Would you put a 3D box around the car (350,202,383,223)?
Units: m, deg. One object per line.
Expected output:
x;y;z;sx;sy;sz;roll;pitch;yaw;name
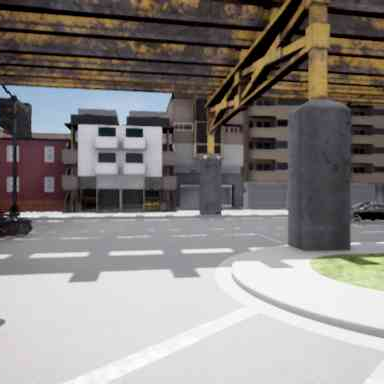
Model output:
12.877;1.487;24.608;4.902;1.511;2.128;0;0;-9;car

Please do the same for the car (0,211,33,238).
-9.366;1.530;14.866;2.033;1.411;5.357;0;0;5;car
